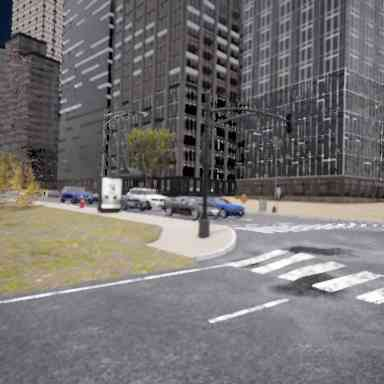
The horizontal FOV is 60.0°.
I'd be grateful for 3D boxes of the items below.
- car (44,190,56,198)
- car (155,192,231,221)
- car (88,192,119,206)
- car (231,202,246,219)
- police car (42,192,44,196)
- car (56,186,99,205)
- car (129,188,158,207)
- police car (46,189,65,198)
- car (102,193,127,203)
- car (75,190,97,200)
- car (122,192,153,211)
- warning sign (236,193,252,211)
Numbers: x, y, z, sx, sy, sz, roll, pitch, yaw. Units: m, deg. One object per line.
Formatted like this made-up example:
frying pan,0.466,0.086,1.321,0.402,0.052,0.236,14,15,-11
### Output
car,-24.527,0.464,60.820,2.128,1.511,4.902,3,-1,-43
car,-0.060,1.045,22.459,2.128,1.511,4.902,3,-1,-39
car,-10.840,0.821,40.430,1.812,1.442,4.674,3,-1,-40
car,1.884,1.137,25.228,1.882,1.535,5.008,3,-1,-39
police car,-36.651,0.139,79.346,5.238,1.638,1.930,2,-1,45
car,-13.268,0.395,38.311,2.150,2.045,5.566,3,-1,-40
car,-4.399,0.700,32.874,2.150,2.045,5.566,3,-1,-40
police car,-29.573,0.334,72.154,1.930,1.638,5.238,3,-1,-44
car,-12.177,0.894,52.038,1.812,1.442,4.674,3,-1,-41
car,-18.999,0.531,59.538,2.097,1.767,4.553,3,-1,-43
car,-5.705,0.954,29.346,1.994,1.385,4.181,3,-1,-40
warning sign,5.573,1.029,35.677,1.300,1.860,1.060,2,-1,-40
